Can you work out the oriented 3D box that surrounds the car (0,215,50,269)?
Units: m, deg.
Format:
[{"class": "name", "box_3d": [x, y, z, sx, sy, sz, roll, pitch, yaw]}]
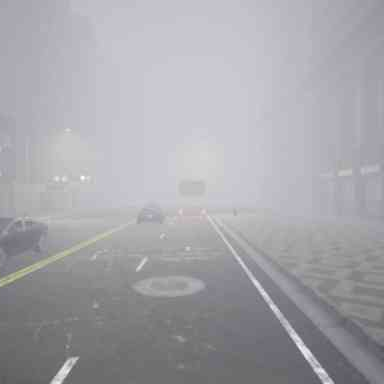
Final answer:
[{"class": "car", "box_3d": [-6.594, 1.580, 11.343, 2.128, 1.511, 4.902, 0, 0, 0]}]

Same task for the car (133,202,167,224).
[{"class": "car", "box_3d": [-3.139, 1.770, 26.473, 1.994, 1.385, 4.181, 0, -1, 0]}]

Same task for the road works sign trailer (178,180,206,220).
[{"class": "road works sign trailer", "box_3d": [0.028, 0.703, 30.529, 2.380, 3.560, 2.880, 0, 0, 0]}]

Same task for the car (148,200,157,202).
[{"class": "car", "box_3d": [-6.534, 1.992, 54.675, 1.994, 1.385, 4.181, 0, 0, 0]}]

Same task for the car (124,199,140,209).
[{"class": "car", "box_3d": [-9.780, 1.904, 54.547, 1.882, 1.535, 5.008, 0, 0, 1]}]
